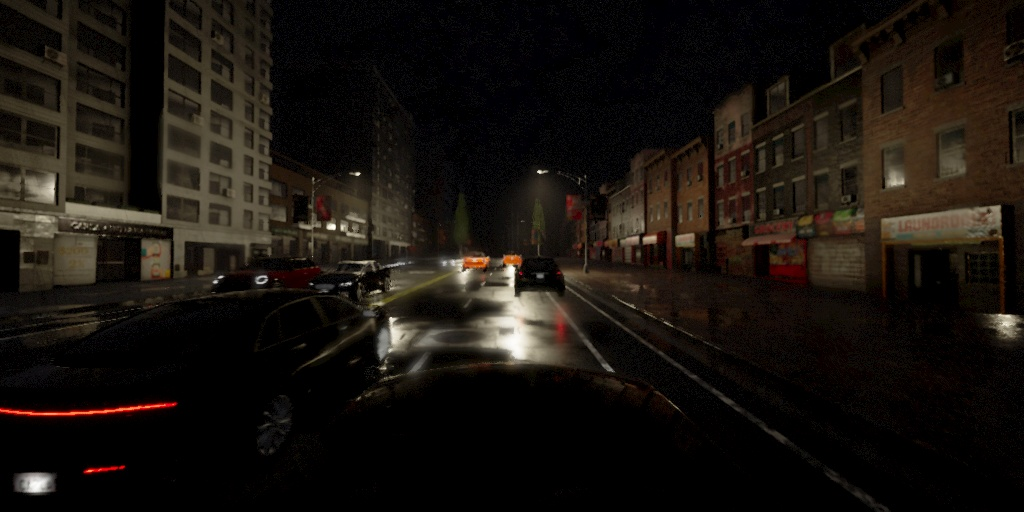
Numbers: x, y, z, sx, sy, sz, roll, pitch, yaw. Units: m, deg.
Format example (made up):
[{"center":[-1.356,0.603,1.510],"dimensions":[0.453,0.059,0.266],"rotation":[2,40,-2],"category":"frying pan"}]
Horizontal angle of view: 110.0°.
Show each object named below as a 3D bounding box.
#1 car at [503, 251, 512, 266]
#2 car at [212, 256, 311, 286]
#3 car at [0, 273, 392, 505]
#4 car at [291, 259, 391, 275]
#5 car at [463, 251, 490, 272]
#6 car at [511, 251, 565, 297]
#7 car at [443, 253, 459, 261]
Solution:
[{"center":[0.044,0.234,40.783],"dimensions":[2.097,1.767,4.553],"rotation":[0,1,0],"category":"car"},{"center":[-9.851,0.817,14.868],"dimensions":[2.097,1.767,4.553],"rotation":[0,1,0],"category":"car"},{"center":[-3.150,1.189,4.785],"dimensions":[1.837,1.490,4.892],"rotation":[0,1,0],"category":"car"},{"center":[-6.602,0.953,15.019],"dimensions":[2.128,1.511,4.902],"rotation":[0,1,0],"category":"car"},{"center":[-3.156,0.423,32.461],"dimensions":[2.097,1.767,4.553],"rotation":[0,1,0],"category":"car"},{"center":[1.134,0.781,16.471],"dimensions":[2.097,1.767,4.553],"rotation":[0,1,0],"category":"car"},{"center":[-9.814,0.161,57.523],"dimensions":[1.895,1.301,4.718],"rotation":[0,1,1],"category":"car"}]
